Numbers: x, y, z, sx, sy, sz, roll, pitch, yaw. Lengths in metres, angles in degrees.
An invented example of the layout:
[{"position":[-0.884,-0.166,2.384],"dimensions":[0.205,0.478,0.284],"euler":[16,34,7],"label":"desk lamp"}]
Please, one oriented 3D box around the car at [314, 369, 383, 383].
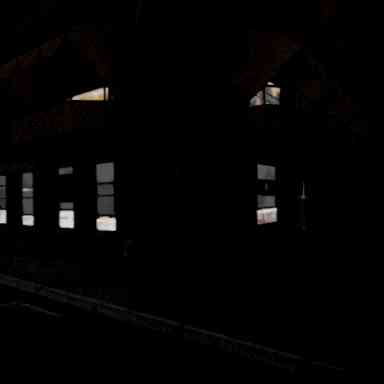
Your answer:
[{"position":[2.354,1.552,1.209],"dimensions":[4.313,1.339,1.947],"euler":[-1,-1,36],"label":"car"}]
